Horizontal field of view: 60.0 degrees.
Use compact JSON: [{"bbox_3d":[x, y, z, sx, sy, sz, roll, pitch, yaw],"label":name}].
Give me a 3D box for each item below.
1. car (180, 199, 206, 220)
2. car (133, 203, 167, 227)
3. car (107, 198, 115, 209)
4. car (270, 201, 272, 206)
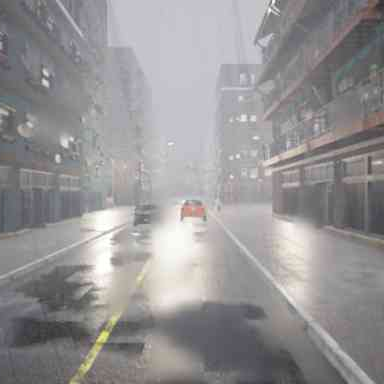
[{"bbox_3d":[0.097,1.381,28.061,2.097,1.767,4.553,0,0,0],"label":"car"},{"bbox_3d":[-2.801,1.500,23.035,1.882,1.535,5.008,0,0,1],"label":"car"},{"bbox_3d":[-13.513,1.624,48.838,4.097,1.590,1.967,-1,0,0],"label":"car"},{"bbox_3d":[13.592,1.368,48.733,4.097,1.590,1.967,-1,0,0],"label":"car"}]
